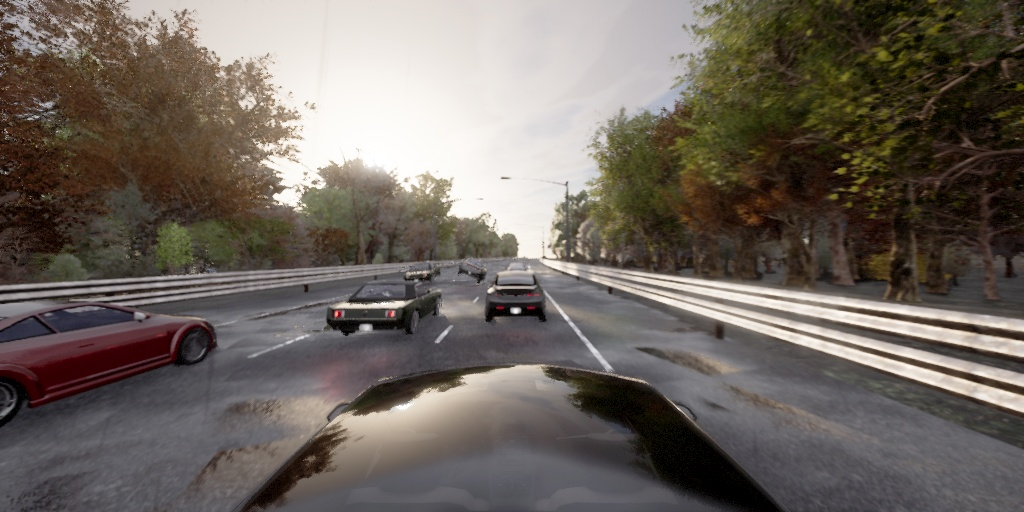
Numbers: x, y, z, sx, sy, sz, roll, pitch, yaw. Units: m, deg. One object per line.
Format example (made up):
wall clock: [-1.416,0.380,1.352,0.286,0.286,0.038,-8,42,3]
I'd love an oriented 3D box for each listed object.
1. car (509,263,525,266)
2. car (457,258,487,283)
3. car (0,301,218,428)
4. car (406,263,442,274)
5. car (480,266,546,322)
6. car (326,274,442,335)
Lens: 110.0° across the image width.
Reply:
car: [0.394,1.322,29.290,1.812,1.442,4.674,0,0,1]
car: [-2.916,1.018,28.221,2.128,1.511,4.902,24,1,1]
car: [-6.878,1.364,5.429,1.994,1.385,4.181,0,0,-1]
car: [-6.664,1.180,27.382,1.895,1.301,4.718,-5,7,1]
car: [0.130,1.276,12.423,1.837,1.490,4.892,0,0,1]
car: [-3.390,1.388,10.606,1.895,1.301,4.718,0,0,1]
